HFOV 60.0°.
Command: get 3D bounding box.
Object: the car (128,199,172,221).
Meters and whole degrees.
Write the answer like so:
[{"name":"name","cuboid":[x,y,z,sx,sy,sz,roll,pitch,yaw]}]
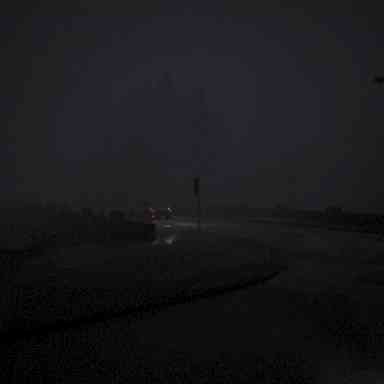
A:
[{"name":"car","cuboid":[-3.546,1.427,27.906,2.097,1.767,4.553,0,0,-35]}]
